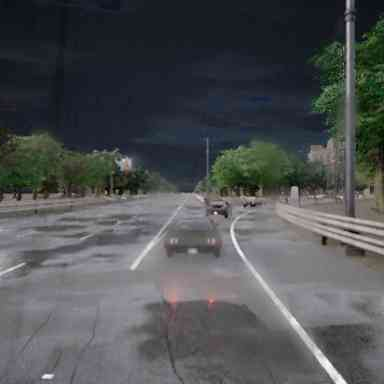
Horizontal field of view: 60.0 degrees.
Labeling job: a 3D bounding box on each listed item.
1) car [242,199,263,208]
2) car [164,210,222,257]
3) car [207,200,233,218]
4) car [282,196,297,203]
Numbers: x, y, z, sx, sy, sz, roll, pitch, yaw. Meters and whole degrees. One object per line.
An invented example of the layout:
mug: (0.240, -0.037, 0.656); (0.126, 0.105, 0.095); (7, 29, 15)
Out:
car: (8.712, 1.574, 47.106); (1.895, 1.301, 4.718); (0, 0, 26)
car: (0.114, 1.595, 12.845); (1.895, 1.301, 4.718); (0, 0, 2)
car: (2.518, 1.493, 29.838); (1.837, 1.490, 4.892); (-1, 0, 14)
car: (18.477, 1.439, 62.528); (2.128, 1.511, 4.902); (0, 0, 38)
